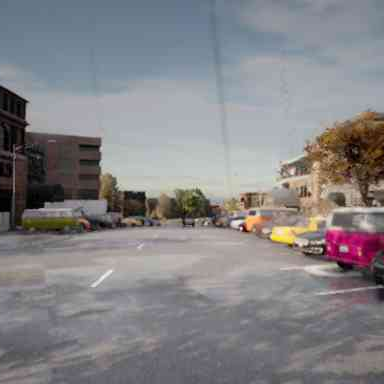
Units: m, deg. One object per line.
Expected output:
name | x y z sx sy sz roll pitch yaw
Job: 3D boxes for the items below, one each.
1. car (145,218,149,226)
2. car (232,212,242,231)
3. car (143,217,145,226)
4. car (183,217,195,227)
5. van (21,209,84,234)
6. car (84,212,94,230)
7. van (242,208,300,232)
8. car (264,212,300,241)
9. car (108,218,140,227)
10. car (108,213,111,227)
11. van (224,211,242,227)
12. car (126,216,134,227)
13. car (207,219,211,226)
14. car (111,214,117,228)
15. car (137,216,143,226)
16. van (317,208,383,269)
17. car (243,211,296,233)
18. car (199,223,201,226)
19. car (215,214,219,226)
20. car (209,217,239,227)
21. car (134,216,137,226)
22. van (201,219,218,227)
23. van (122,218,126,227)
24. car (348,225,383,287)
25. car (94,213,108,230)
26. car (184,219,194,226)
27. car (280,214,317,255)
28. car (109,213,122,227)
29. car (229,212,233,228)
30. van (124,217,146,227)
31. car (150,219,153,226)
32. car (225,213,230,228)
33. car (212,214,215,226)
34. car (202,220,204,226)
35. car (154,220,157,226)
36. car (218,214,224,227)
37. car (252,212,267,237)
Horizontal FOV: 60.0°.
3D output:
car | -12.133 5.823 65.917 5.566 2.045 2.435 1 -6 -21
car | 6.239 2.665 28.007 4.792 1.488 2.163 2 -5 -20
car | -12.222 5.762 62.861 5.366 1.575 1.946 1 -6 -21
car | -0.504 4.955 54.860 2.128 1.511 4.902 0 -5 -1
van | -11.430 2.380 27.218 4.442 1.987 1.878 1 -4 -20
car | -11.601 2.704 30.143 4.553 1.767 2.185 1 -5 -20
van | 6.405 2.210 25.154 4.442 1.987 1.878 2 -4 -20
car | 6.529 1.936 16.400 5.366 1.575 1.946 2 -3 -20
car | -12.164 5.465 59.884 5.366 1.575 1.946 1 -6 -21
car | -11.661 3.337 36.095 4.792 1.488 2.163 1 -5 -21
van | 6.283 3.109 36.851 4.442 1.987 1.878 3 -5 -21
car | -11.622 4.341 48.107 5.366 1.575 1.946 1 -6 -21
car | 5.952 4.630 54.364 5.566 2.045 2.435 3 -6 -21
car | -11.665 3.596 39.089 4.674 1.452 2.002 1 -5 -21
car | -11.767 5.179 57.041 5.366 1.575 1.946 1 -6 -21
van | 6.498 1.480 10.535 4.442 1.987 1.878 2 -3 -20
car | 6.324 2.245 22.173 5.008 1.535 2.097 2 -4 -20
car | 5.175 8.523 89.343 5.008 1.535 2.097 3 -6 -21
car | 6.029 3.949 45.565 4.553 1.767 2.185 3 -6 -21
car | 5.827 5.441 60.165 5.008 1.535 2.097 3 -6 -21
car | -11.861 4.924 54.007 4.792 1.488 2.163 1 -6 -21
van | 5.119 8.934 95.248 4.442 1.987 1.878 3 -7 -21
van | -11.645 3.849 45.122 4.442 1.987 1.878 1 -6 -21
car | 6.390 1.617 7.566 4.892 1.521 2.231 1 -2 -20
car | -11.583 2.817 33.165 5.566 2.045 2.435 1 -5 -21
car | -0.687 6.056 64.891 1.895 1.301 4.718 0 -6 -1
car | 6.380 1.809 13.408 4.892 1.521 2.231 2 -2 -20
car | -11.680 3.687 42.092 4.553 1.767 2.185 1 -5 -21
car | 6.242 2.900 30.932 4.674 1.452 2.002 2 -5 -20
van | -12.340 6.474 71.837 4.442 1.987 1.878 1 -6 -21
car | -12.121 7.024 74.904 5.366 1.575 1.946 1 -7 -21
car | 6.210 3.132 33.862 4.674 1.452 2.002 3 -5 -20
car | 6.010 4.339 48.481 4.892 1.521 2.231 3 -6 -21
car | 5.518 6.951 74.754 5.008 1.535 2.097 3 -7 -21
car | -12.478 7.741 83.811 5.566 2.045 2.435 1 -6 -21
car | 6.143 3.572 39.715 5.008 1.535 2.097 3 -5 -21
car | 6.344 2.079 19.251 4.892 1.521 2.231 2 -3 -20
